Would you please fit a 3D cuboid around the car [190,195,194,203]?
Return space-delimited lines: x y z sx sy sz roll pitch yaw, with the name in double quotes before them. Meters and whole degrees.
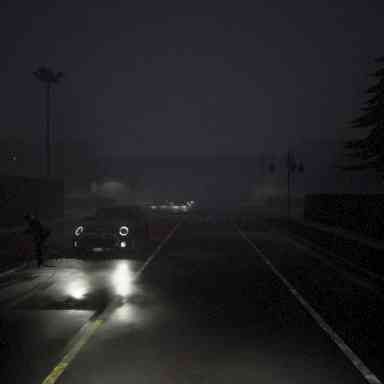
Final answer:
"car" -1.161 1.613 69.355 1.895 1.301 4.718 0 0 3

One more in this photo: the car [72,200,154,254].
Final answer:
"car" -3.057 1.352 13.429 2.097 1.767 4.553 0 0 3

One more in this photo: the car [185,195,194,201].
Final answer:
"car" -0.524 1.542 83.754 2.128 1.511 4.902 0 0 3

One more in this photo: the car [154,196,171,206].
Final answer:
"car" -5.355 1.494 56.493 1.882 1.535 5.008 0 0 4

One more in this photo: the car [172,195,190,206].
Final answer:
"car" -1.825 1.617 56.280 1.895 1.301 4.718 0 0 3

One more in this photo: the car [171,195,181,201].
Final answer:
"car" -4.035 1.542 83.580 2.128 1.511 4.902 0 0 3

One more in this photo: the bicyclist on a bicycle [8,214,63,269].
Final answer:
"bicyclist on a bicycle" -4.602 1.453 9.742 1.656 1.620 0.582 -2 0 3
